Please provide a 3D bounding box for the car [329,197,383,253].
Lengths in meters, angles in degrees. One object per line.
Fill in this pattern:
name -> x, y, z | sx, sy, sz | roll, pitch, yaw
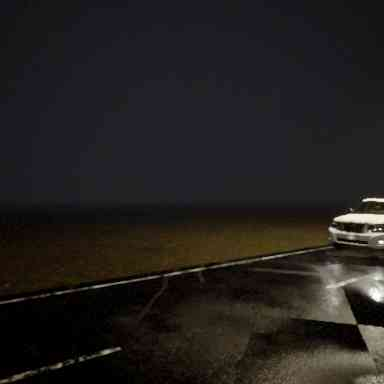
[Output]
car -> 7.809, 1.229, 13.239 | 5.566, 2.045, 2.150 | 0, 0, -35
